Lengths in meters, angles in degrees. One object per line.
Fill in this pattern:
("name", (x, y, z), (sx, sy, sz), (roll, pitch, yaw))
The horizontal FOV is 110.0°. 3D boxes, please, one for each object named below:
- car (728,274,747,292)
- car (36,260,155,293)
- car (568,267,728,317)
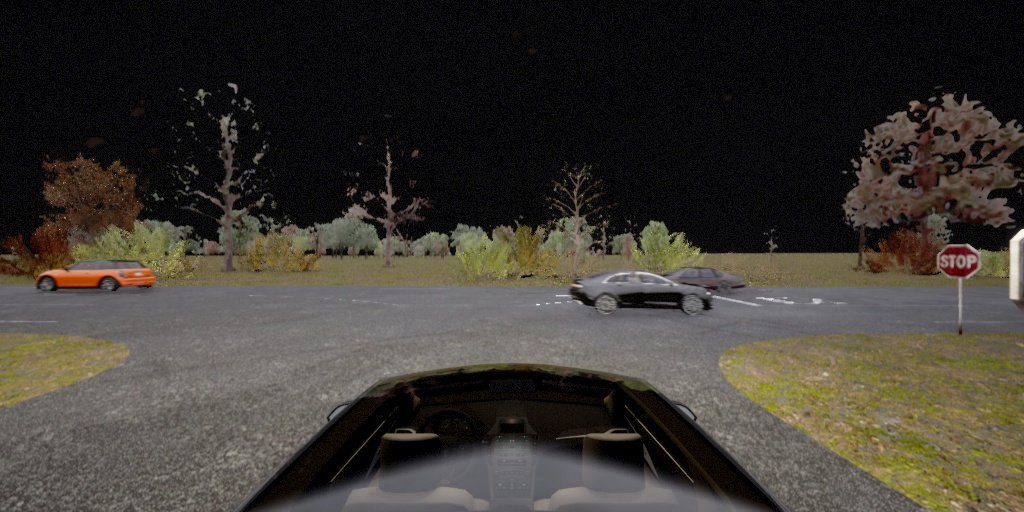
("car", (9.847, 1.310, 19.780), (5.357, 1.411, 2.033), (0, 0, -1))
("car", (-22.111, 0.978, 19.145), (4.553, 1.767, 2.097), (0, 0, -1))
("car", (4.455, 1.238, 12.656), (4.902, 1.511, 2.128), (0, 0, -1))
